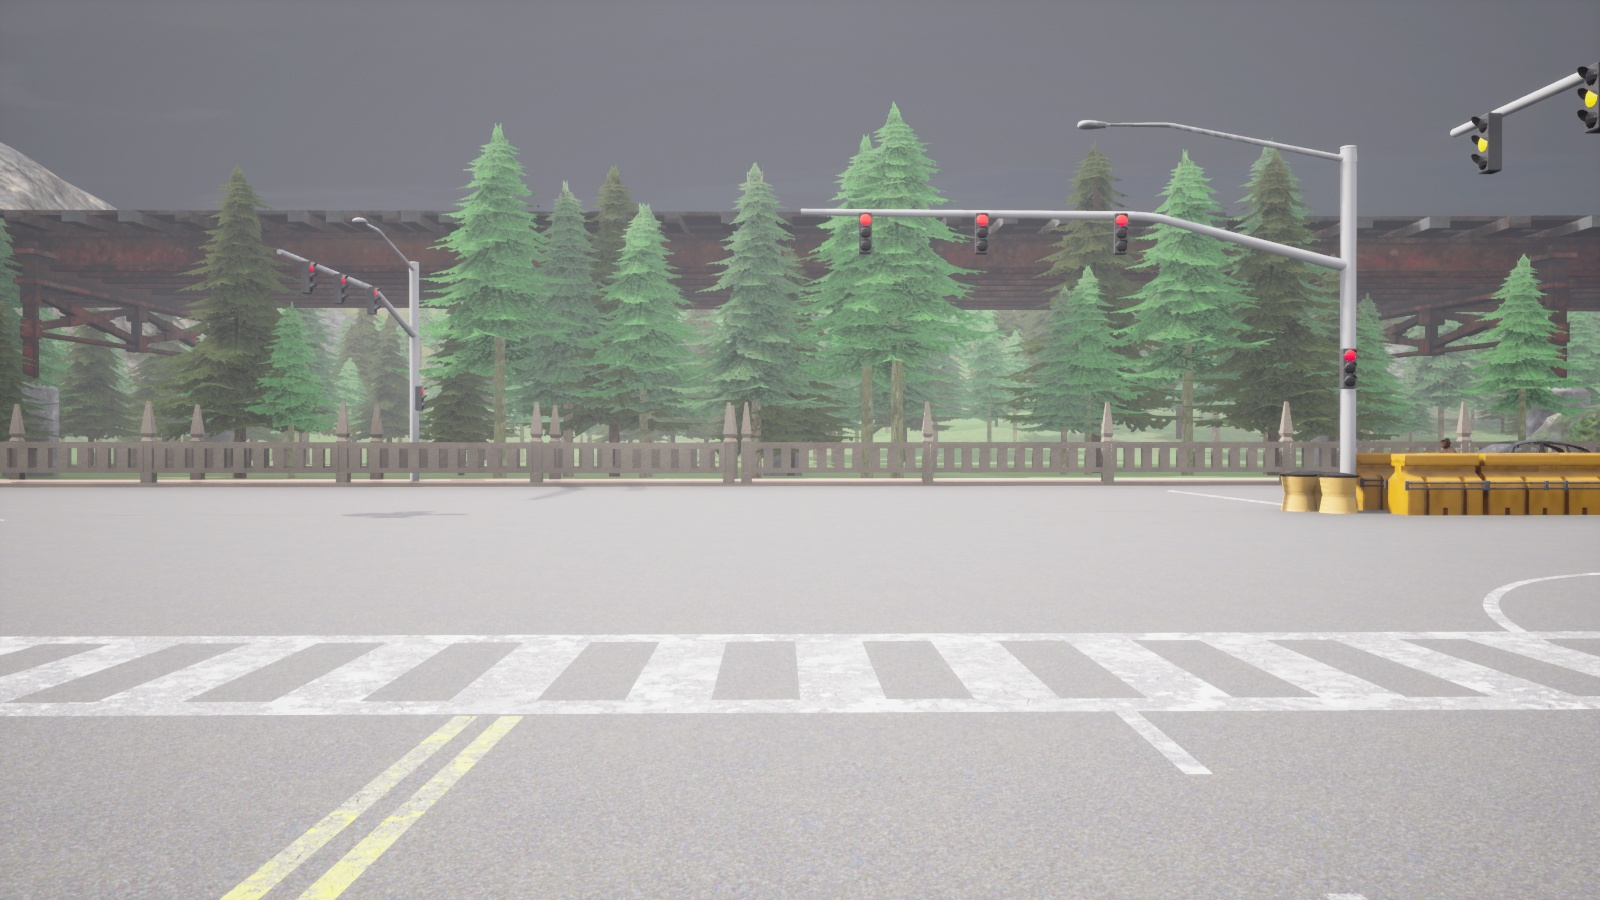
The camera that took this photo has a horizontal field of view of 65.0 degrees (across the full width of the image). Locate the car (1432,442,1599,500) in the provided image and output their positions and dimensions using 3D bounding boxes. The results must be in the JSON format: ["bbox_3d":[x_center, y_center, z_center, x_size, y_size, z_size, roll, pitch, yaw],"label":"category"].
[{"bbox_3d":[19.571,0.547,34.279,3.705,1.549,1.789,0,0,-1],"label":"car"}]
